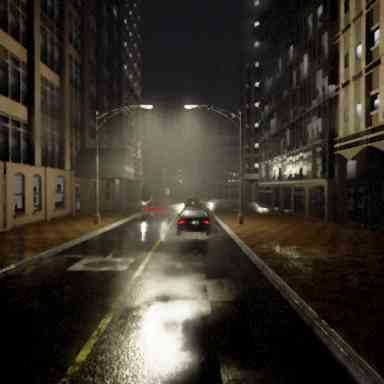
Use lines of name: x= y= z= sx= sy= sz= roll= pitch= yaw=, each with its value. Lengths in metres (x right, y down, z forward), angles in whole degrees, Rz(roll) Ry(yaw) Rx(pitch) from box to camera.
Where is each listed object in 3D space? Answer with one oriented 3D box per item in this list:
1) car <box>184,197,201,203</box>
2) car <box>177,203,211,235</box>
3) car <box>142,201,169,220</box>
car: x=0.102 y=1.360 z=41.781 sx=2.097 sy=1.767 sz=4.553 roll=0 pitch=0 yaw=0
car: x=0.101 y=1.547 z=18.808 sx=2.033 sy=1.411 sz=5.357 roll=0 pitch=0 yaw=0
car: x=-2.997 y=1.479 z=27.915 sx=1.882 sy=1.535 sz=5.008 roll=0 pitch=0 yaw=0
